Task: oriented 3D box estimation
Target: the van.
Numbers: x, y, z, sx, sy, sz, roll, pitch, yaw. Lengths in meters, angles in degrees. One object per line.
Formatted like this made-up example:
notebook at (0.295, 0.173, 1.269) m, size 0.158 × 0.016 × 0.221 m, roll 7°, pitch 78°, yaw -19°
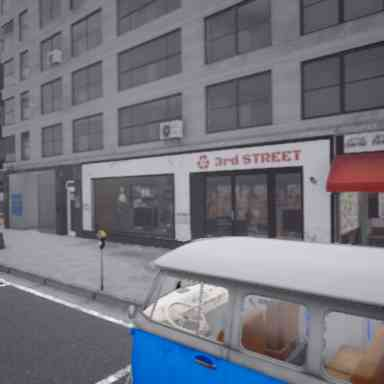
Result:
van at (1.265, 1.311, 2.288) m, size 3.998 × 1.788 × 1.690 m, roll -1°, pitch 0°, yaw 38°
